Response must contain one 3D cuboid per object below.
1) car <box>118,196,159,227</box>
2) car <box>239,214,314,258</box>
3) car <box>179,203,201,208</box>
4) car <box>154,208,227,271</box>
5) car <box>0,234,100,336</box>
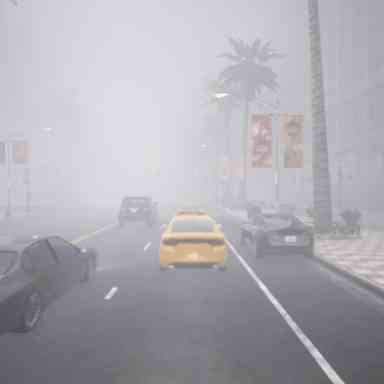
[{"bbox_3d":[-3.623,1.274,23.180,2.150,2.045,5.566,0,0,-1],"label":"car"},{"bbox_3d":[3.079,1.544,12.887,2.161,1.482,4.786,0,0,-1],"label":"car"},{"bbox_3d":[-0.127,1.532,23.474,1.882,1.535,5.008,0,0,-1],"label":"car"},{"bbox_3d":[0.010,1.503,10.971,1.882,1.535,5.008,0,0,-1],"label":"car"},{"bbox_3d":[-3.453,1.562,6.708,2.033,1.411,5.357,0,0,0],"label":"car"}]
